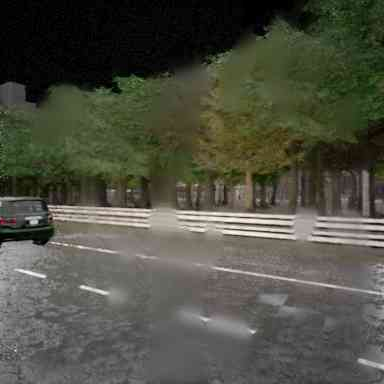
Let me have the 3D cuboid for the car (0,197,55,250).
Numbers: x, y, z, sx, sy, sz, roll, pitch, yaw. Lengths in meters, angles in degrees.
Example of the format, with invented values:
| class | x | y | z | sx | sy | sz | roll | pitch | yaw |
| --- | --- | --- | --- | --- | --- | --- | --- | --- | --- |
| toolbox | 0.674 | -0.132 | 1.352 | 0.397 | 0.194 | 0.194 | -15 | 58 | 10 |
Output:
| class | x | y | z | sx | sy | sz | roll | pitch | yaw |
| --- | --- | --- | --- | --- | --- | --- | --- | --- | --- |
| car | -8.063 | 1.224 | 13.935 | 5.566 | 2.045 | 2.150 | 0 | 0 | 36 |
